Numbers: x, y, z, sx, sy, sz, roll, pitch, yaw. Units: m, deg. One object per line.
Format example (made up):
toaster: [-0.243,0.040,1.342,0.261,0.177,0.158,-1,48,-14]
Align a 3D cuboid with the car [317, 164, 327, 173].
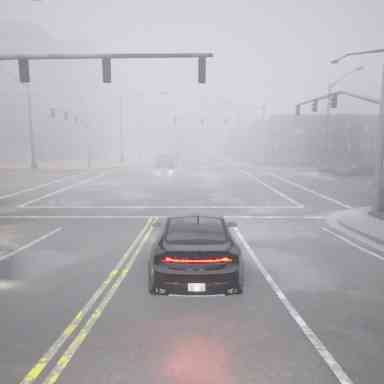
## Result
car: [15.943,-2.671,36.330,4.181,1.385,1.994,0,9,0]

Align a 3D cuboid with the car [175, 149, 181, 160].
car: [-3.519,-7.183,65.504,2.033,1.411,5.357,0,9,1]

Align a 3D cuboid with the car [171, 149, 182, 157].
car: [-3.487,-8.930,75.572,2.097,1.767,4.553,0,9,0]

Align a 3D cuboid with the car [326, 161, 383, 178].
car: [16.648,-2.154,32.869,5.357,1.411,2.033,0,9,2]

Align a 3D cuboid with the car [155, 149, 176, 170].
car: [-3.507,-4.113,43.445,2.150,2.045,5.566,0,9,-2]

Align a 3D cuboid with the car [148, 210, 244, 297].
car: [0.073,1.200,8.032,1.837,1.490,4.892,0,4,0]
